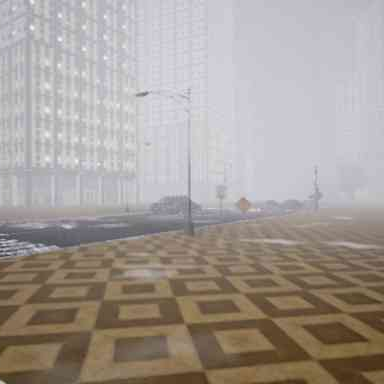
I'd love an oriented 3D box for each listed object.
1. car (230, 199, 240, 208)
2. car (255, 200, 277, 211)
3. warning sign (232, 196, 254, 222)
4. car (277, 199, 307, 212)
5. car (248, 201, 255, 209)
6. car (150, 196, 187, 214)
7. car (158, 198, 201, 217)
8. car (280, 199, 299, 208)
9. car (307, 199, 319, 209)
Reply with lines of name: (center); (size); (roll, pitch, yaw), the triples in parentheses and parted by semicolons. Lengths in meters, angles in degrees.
car: (8.004, 1.925, 54.023); (1.812, 1.442, 4.674); (0, -1, 32)
car: (10.900, 1.829, 46.412); (1.812, 1.442, 4.674); (0, -1, 34)
warning sign: (3.864, 1.255, 25.055); (1.300, 1.860, 1.060); (0, 0, 34)
car: (13.402, 1.763, 44.302); (1.882, 1.535, 5.008); (0, -1, 33)
car: (10.676, 1.917, 52.171); (1.994, 1.385, 4.181); (0, -1, 32)
car: (-2.419, 1.471, 38.405); (2.150, 2.045, 5.566); (0, 0, 34)
car: (-0.924, 1.698, 34.826); (1.882, 1.535, 5.008); (0, 0, 34)
car: (16.148, 1.865, 54.858); (1.837, 1.490, 4.892); (0, 0, 31)
car: (18.929, 1.836, 53.174); (2.128, 1.511, 4.902); (0, 0, 31)
